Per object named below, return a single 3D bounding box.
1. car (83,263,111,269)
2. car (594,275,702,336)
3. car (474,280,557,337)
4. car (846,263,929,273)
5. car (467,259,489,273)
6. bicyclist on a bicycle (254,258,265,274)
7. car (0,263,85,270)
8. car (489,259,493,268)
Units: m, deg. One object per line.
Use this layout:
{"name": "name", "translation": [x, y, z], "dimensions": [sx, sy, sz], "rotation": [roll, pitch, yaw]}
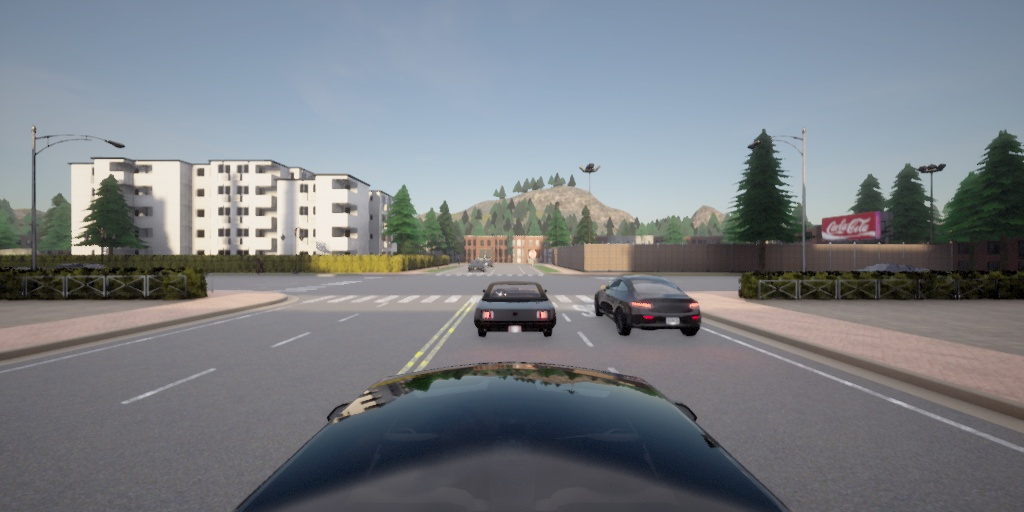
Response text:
{"name": "car", "translation": [-29.538, 1.225, 24.903], "dimensions": [4.902, 1.511, 2.128], "rotation": [0, 0, 0]}
{"name": "car", "translation": [3.623, 1.270, 10.232], "dimensions": [1.812, 1.442, 4.674], "rotation": [0, 0, 2]}
{"name": "car", "translation": [0.079, 1.345, 10.231], "dimensions": [1.895, 1.301, 4.718], "rotation": [0, 0, 0]}
{"name": "car", "translation": [29.678, 1.278, 28.389], "dimensions": [5.357, 1.411, 2.033], "rotation": [0, 0, 1]}
{"name": "car", "translation": [-4.227, 1.207, 43.401], "dimensions": [1.837, 1.490, 4.892], "rotation": [0, 0, 0]}
{"name": "bicyclist on a bicycle", "translation": [-25.273, 1.026, 35.896], "dimensions": [0.582, 1.620, 1.656], "rotation": [0, 0, 0]}
{"name": "car", "translation": [-28.961, 1.300, 21.405], "dimensions": [4.181, 1.385, 1.994], "rotation": [0, 0, 0]}
{"name": "car", "translation": [-4.191, 1.184, 59.614], "dimensions": [2.128, 1.511, 4.902], "rotation": [0, 0, 1]}
